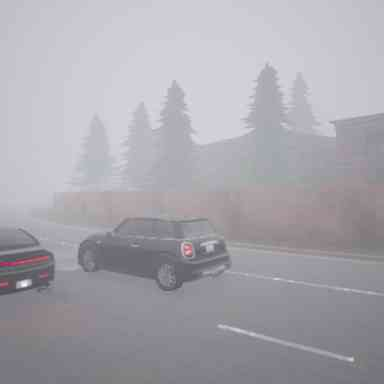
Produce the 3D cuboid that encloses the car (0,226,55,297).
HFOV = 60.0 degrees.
[{"bbox_3d":[-5.198,1.596,8.139,4.892,1.490,1.837,-1,0,40],"label":"car"}]

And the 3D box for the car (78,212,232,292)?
[{"bbox_3d":[-1.222,1.421,9.418,4.553,1.767,2.097,-1,-1,38],"label":"car"}]
